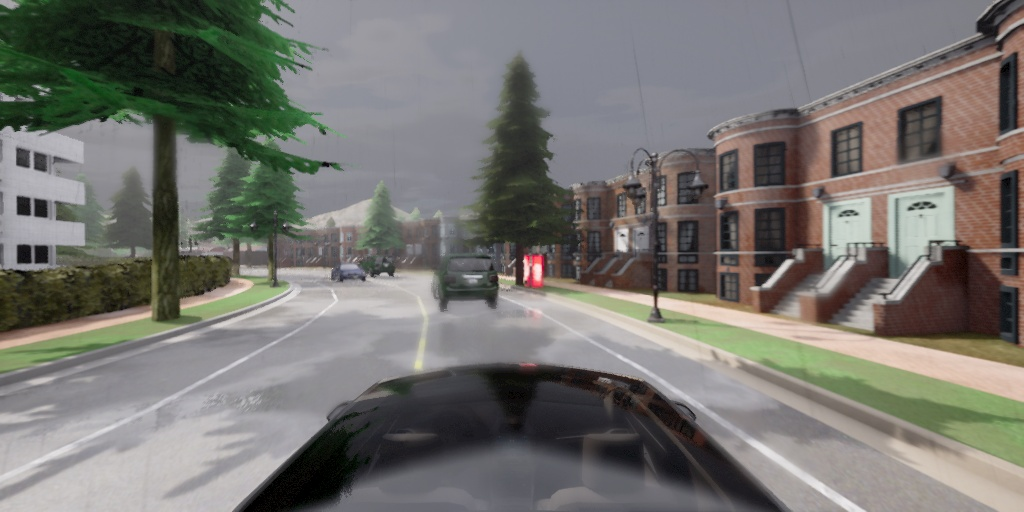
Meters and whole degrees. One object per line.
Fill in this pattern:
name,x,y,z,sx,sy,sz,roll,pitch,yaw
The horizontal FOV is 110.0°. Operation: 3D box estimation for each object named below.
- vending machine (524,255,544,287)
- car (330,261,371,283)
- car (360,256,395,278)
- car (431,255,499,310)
vending machine,1.330,0.910,21.618,1.100,2.100,0.880,0,0,-22
car,-13.170,1.308,28.771,1.812,1.442,4.674,0,0,-38
car,-13.300,0.996,34.758,2.150,2.045,5.566,0,0,-42
car,-2.074,0.964,14.889,2.150,2.045,5.566,0,0,-16
